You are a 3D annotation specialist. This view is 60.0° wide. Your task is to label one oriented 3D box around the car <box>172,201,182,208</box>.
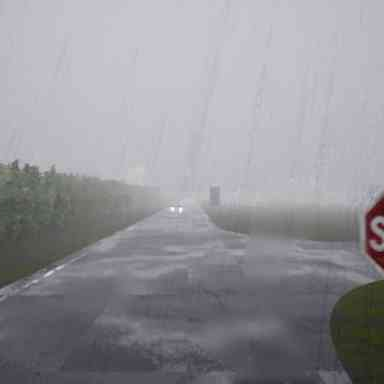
[{"bbox_3d":[-2.813,2.330,63.806,1.895,1.301,4.718,0,-1,0],"label":"car"}]
